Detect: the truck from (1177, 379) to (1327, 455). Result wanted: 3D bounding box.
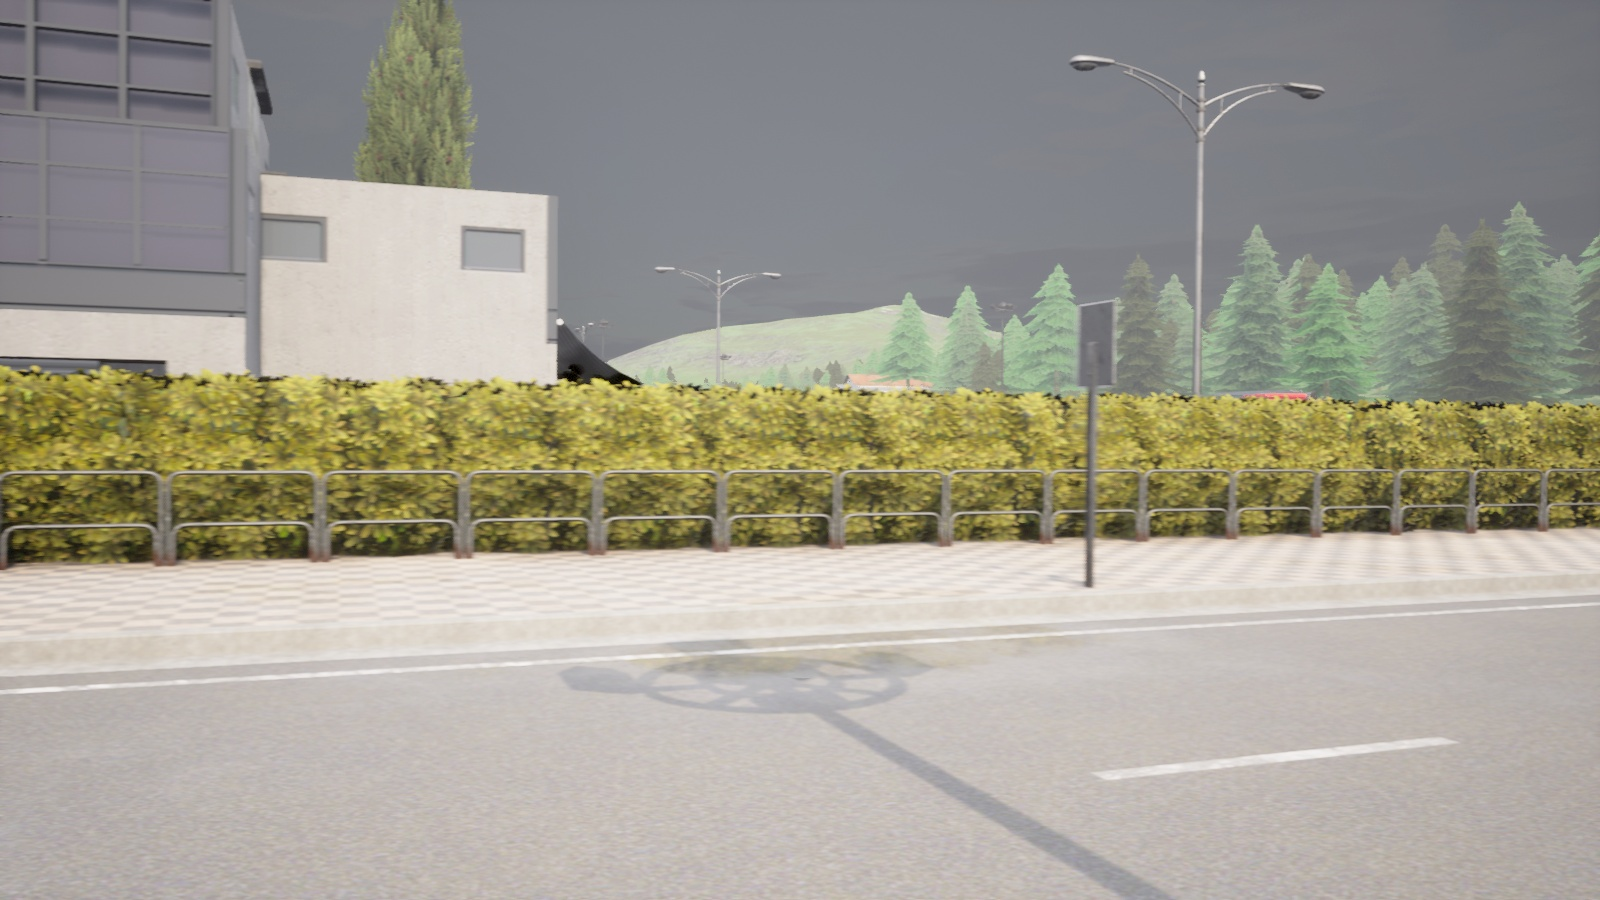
[{"bbox_3d":[24.190,-1.731,67.776,2.891,3.827,8.468,-1,1,-20],"label":"truck"}]

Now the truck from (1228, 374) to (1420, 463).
[{"bbox_3d":[22.010,-1.289,53.289,2.891,3.462,7.936,-1,1,-20],"label":"truck"}]
